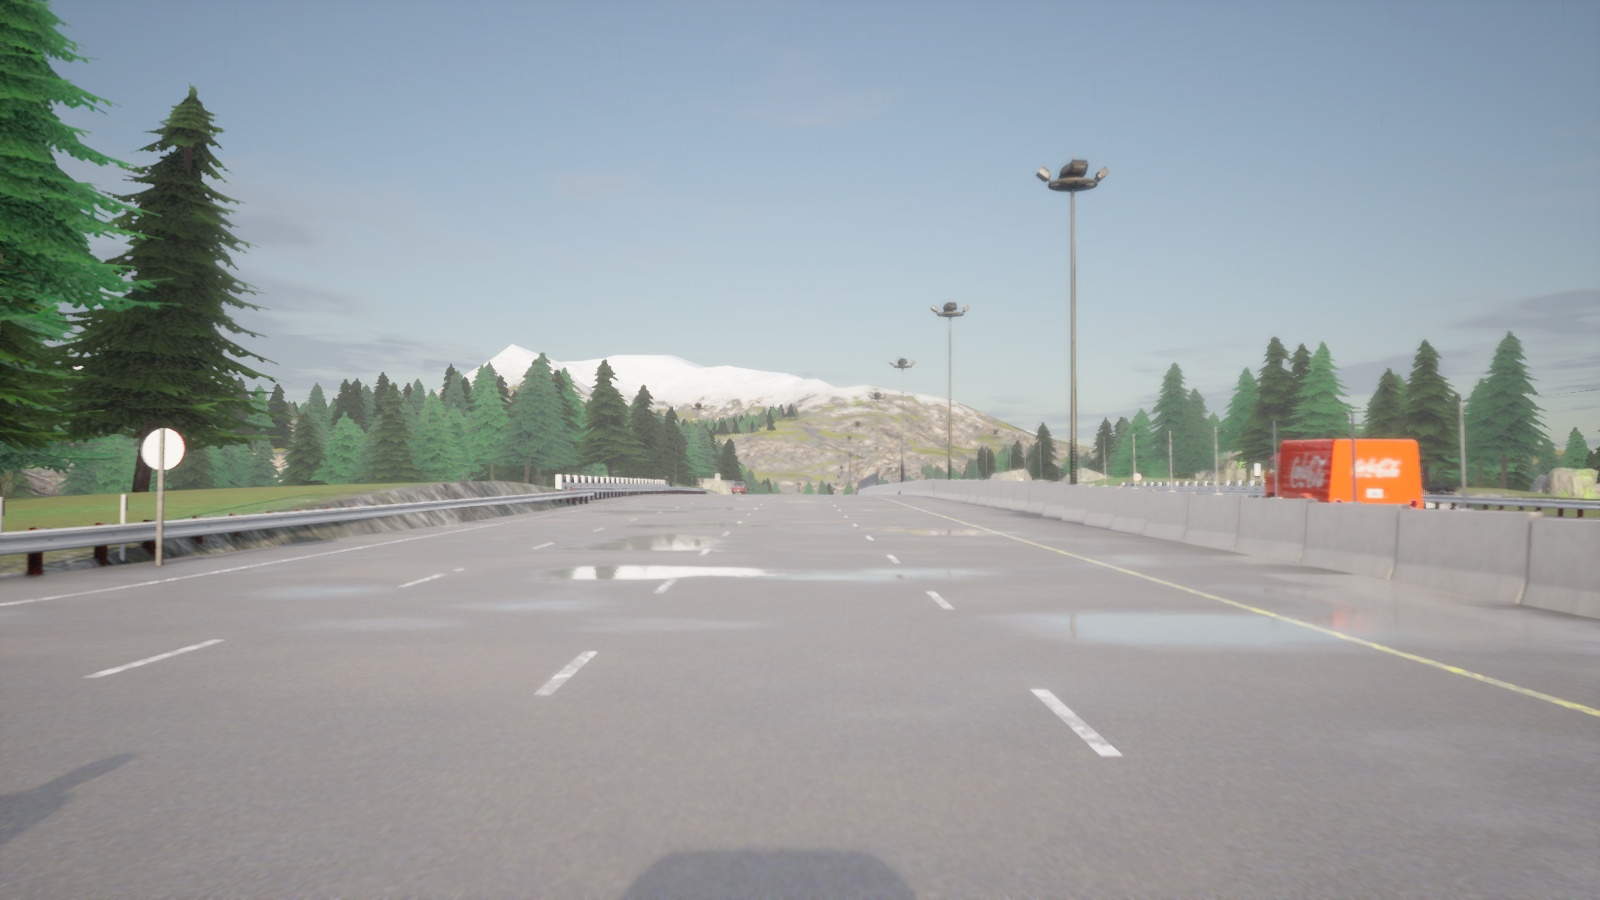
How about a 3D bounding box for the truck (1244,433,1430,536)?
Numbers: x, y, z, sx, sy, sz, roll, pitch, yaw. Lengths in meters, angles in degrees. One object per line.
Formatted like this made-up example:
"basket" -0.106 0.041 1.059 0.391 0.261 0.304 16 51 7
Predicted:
"truck" 13.911 0.861 32.985 2.627 2.467 5.204 0 -1 0
